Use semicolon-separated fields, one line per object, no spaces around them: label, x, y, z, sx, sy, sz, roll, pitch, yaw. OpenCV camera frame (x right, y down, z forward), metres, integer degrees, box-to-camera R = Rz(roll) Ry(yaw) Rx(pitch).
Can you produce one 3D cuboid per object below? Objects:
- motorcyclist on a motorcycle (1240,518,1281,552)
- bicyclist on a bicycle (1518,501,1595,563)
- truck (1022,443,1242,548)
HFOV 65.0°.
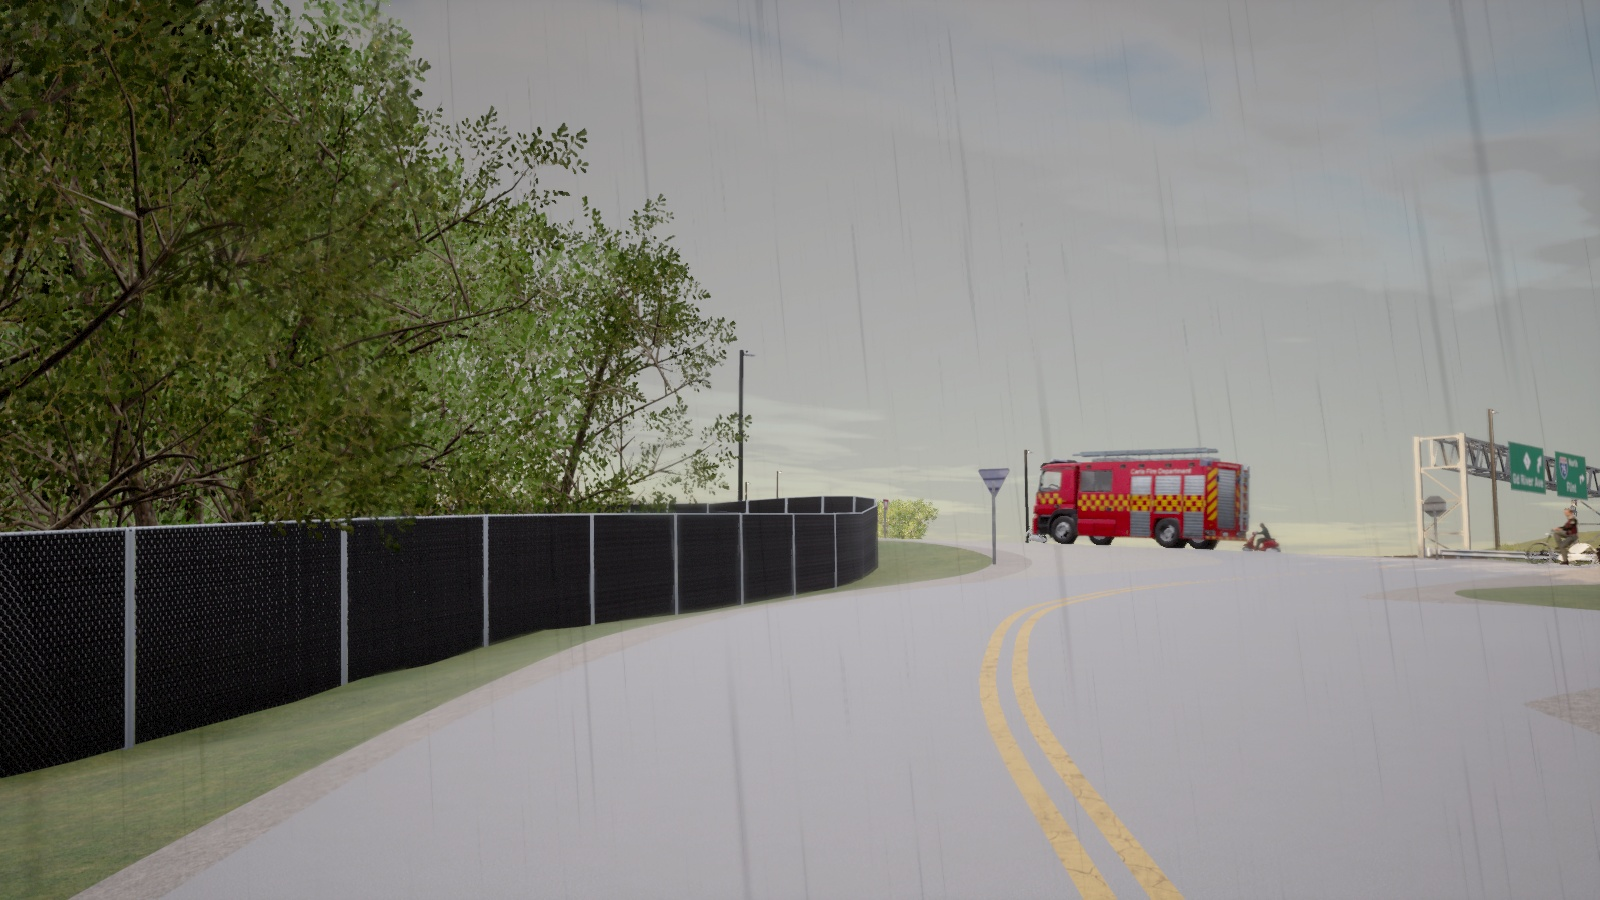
motorcyclist on a motorcycle;22.488;4.162;61.353;1.817;1.590;0.866;0;-5;15
bicyclist on a bicycle;22.661;2.445;37.634;1.843;1.776;0.659;2;-2;16
truck;13.180;1.889;50.605;2.891;3.827;8.468;5;-5;-39
